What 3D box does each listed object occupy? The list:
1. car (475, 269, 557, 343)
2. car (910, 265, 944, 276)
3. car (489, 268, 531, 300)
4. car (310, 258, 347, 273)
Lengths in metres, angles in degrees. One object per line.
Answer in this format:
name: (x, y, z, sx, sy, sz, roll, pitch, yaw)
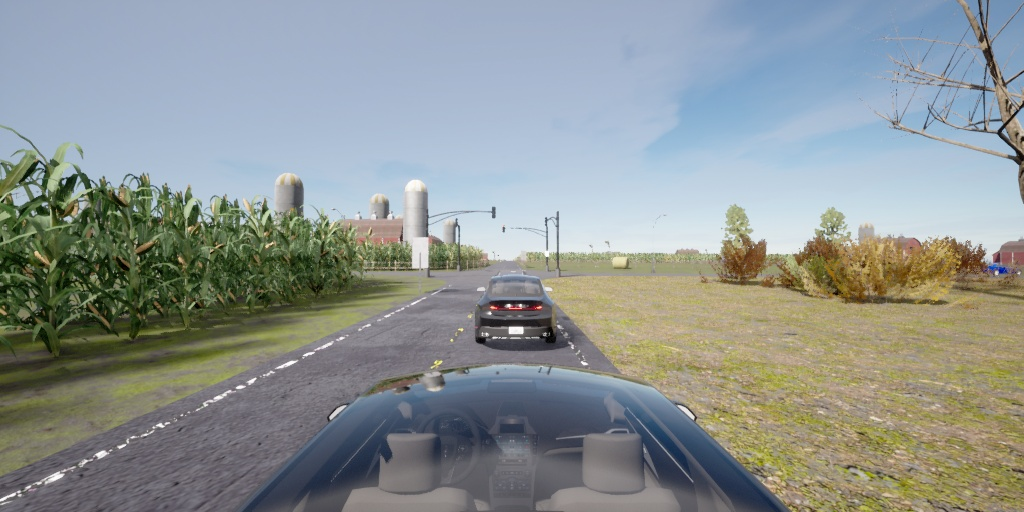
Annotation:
car: (0.080, 1.259, 9.672, 1.837, 1.490, 4.892, 0, 0, 0)
car: (48.559, 1.768, 42.536, 4.181, 1.385, 1.994, 1, -1, -5)
car: (0.032, 1.360, 18.823, 1.895, 1.301, 4.718, 0, 0, 4)
car: (-19.828, 0.931, 37.659, 4.553, 1.767, 2.097, 0, -1, -3)
